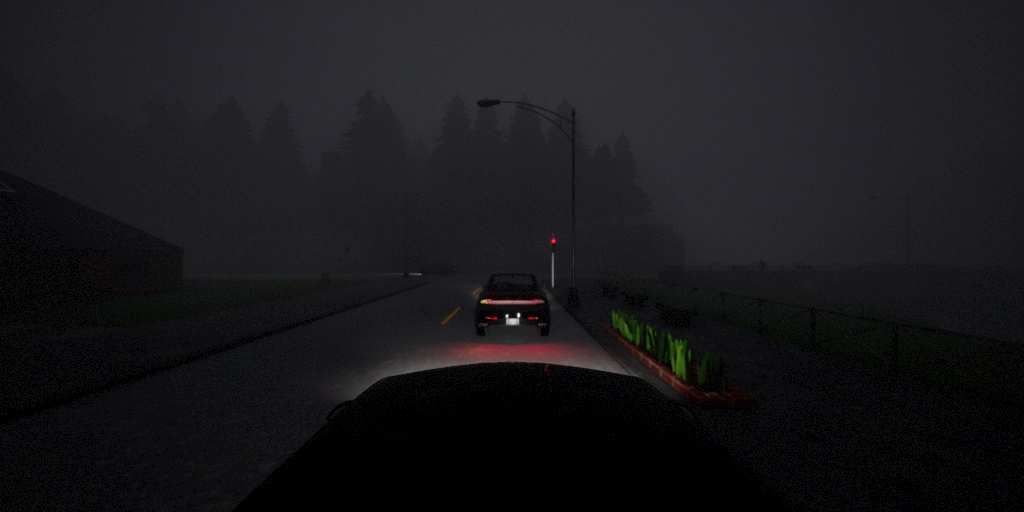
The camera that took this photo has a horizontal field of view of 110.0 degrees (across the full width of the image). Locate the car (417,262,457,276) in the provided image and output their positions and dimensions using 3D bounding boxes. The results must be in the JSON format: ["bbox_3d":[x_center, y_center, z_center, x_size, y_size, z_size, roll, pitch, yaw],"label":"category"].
[{"bbox_3d":[-7.964,1.332,38.249,4.181,1.385,1.994,0,0,16],"label":"car"}]

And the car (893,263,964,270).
[{"bbox_3d":[40.462,1.369,34.641,4.718,1.301,1.895,0,0,0],"label":"car"}]

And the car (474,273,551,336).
[{"bbox_3d":[0.023,1.246,10.380,2.128,1.511,4.902,0,0,0],"label":"car"}]

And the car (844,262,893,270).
[{"bbox_3d":[39.162,1.317,38.729,5.357,1.411,2.033,0,0,0],"label":"car"}]

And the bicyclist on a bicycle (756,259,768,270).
[{"bbox_3d":[21.221,1.114,30.395,0.582,1.620,1.656,0,0,0],"label":"bicyclist on a bicycle"}]
